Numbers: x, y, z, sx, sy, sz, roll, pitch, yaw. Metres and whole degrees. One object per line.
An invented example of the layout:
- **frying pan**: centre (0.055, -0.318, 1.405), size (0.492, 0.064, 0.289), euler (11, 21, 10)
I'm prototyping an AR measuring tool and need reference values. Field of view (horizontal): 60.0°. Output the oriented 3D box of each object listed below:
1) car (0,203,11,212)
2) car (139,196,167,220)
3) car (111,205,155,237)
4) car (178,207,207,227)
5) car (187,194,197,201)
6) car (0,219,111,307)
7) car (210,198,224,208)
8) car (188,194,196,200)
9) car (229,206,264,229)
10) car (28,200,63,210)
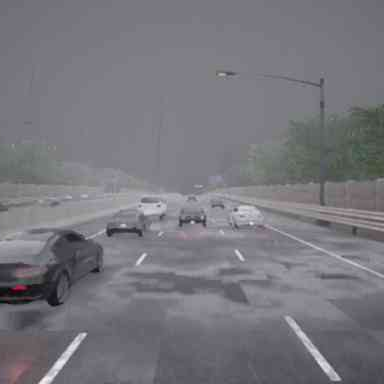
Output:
- **car**: centre (-17.608, 1.636, 28.961), size (1.812, 1.442, 4.674), euler (0, 0, 0)
- **car**: centre (-3.511, 1.332, 30.046), size (2.150, 2.045, 5.566), euler (0, 0, 0)
- **car**: centre (-3.507, 1.669, 19.010), size (1.994, 1.385, 4.181), euler (0, 0, 0)
- **car**: centre (0.029, 1.715, 23.973), size (1.895, 1.301, 4.718), euler (0, 0, 0)
- **car**: centre (-0.028, 1.312, 73.912), size (1.837, 1.490, 4.892), euler (0, 0, 0)
- **car**: centre (-3.503, 1.582, 8.007), size (1.812, 1.442, 4.674), euler (0, 0, 0)
- **car**: centre (3.581, 1.575, 48.044), size (2.033, 1.411, 5.357), euler (0, 0, 0)
- **car**: centre (-0.033, 1.248, 89.170), size (2.128, 1.511, 4.902), euler (0, 0, 0)
- **car**: centre (3.592, 1.641, 22.303), size (1.812, 1.442, 4.674), euler (0, 0, 0)
- **car**: centre (-14.107, 1.610, 32.267), size (1.837, 1.490, 4.892), euler (0, 0, 0)
